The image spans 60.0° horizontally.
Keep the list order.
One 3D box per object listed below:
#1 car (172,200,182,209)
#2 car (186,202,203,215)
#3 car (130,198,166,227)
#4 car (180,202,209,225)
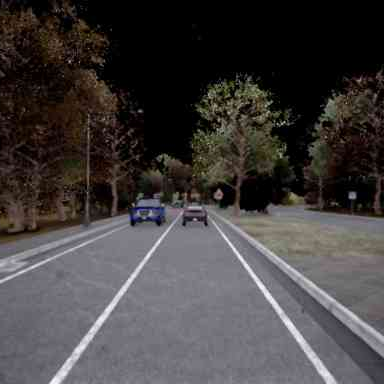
[{"bbox_3d":[-2.845,2.364,65.975,2.097,1.767,4.553,0,0,2],"label":"car"},{"bbox_3d":[0.323,2.103,42.924,2.128,1.511,4.902,0,-1,0],"label":"car"},{"bbox_3d":[-3.219,1.448,25.252,2.150,2.045,5.566,0,-1,0],"label":"car"},{"bbox_3d":[0.235,1.748,26.075,1.837,1.490,4.892,0,-1,0],"label":"car"}]
